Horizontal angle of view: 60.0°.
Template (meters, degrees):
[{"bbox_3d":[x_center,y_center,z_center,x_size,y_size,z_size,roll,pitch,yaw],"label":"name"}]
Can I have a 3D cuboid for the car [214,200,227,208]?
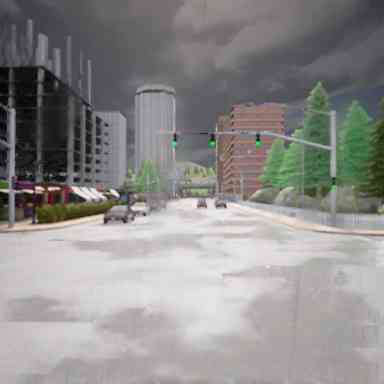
[{"bbox_3d":[5.355,2.228,60.525,1.812,1.442,4.674,0,-1,2],"label":"car"}]

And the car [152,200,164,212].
[{"bbox_3d":[-5.608,1.893,46.600,2.097,1.767,4.553,0,-1,2],"label":"car"}]

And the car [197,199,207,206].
[{"bbox_3d":[2.090,2.133,69.485,1.837,1.490,4.892,0,-1,2],"label":"car"}]

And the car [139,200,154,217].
[{"bbox_3d":[-5.853,1.963,37.594,1.812,1.442,4.674,0,-1,2],"label":"car"}]

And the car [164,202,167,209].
[{"bbox_3d":[-5.322,2.220,56.519,1.994,1.385,4.181,0,-1,2],"label":"car"}]

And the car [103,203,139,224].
[{"bbox_3d":[-6.111,1.858,28.505,1.812,1.442,4.674,0,-1,2],"label":"car"}]

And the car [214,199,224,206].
[{"bbox_3d":[5.590,2.227,69.421,1.895,1.301,4.718,0,-1,2],"label":"car"}]

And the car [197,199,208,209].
[{"bbox_3d":[1.848,2.301,60.298,1.895,1.301,4.718,0,-1,2],"label":"car"}]
